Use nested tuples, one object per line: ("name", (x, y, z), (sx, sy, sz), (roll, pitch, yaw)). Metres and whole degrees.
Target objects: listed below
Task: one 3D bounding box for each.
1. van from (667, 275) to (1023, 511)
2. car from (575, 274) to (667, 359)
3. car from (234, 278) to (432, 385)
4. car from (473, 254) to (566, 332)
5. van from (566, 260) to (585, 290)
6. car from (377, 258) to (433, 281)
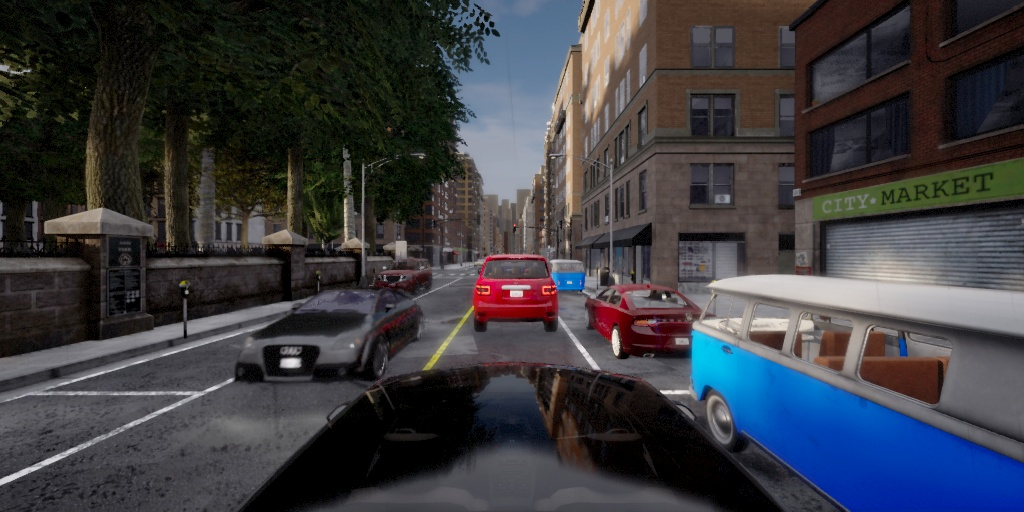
("van", (2.856, 1.091, 2.578), (1.690, 1.789, 3.998), (0, 0, 0))
("car", (2.854, 1.294, 8.239), (1.888, 1.381, 4.507), (0, 0, 0))
("car", (-3.101, 1.313, 7.015), (1.994, 1.385, 4.181), (0, 0, 0))
("car", (0.093, 0.970, 10.997), (2.150, 2.045, 5.566), (0, 0, 0))
("van", (2.849, 1.085, 19.560), (1.690, 1.789, 3.998), (0, 0, 0))
("car", (-5.676, 1.059, 19.516), (2.192, 1.841, 5.009), (0, 0, 0))
